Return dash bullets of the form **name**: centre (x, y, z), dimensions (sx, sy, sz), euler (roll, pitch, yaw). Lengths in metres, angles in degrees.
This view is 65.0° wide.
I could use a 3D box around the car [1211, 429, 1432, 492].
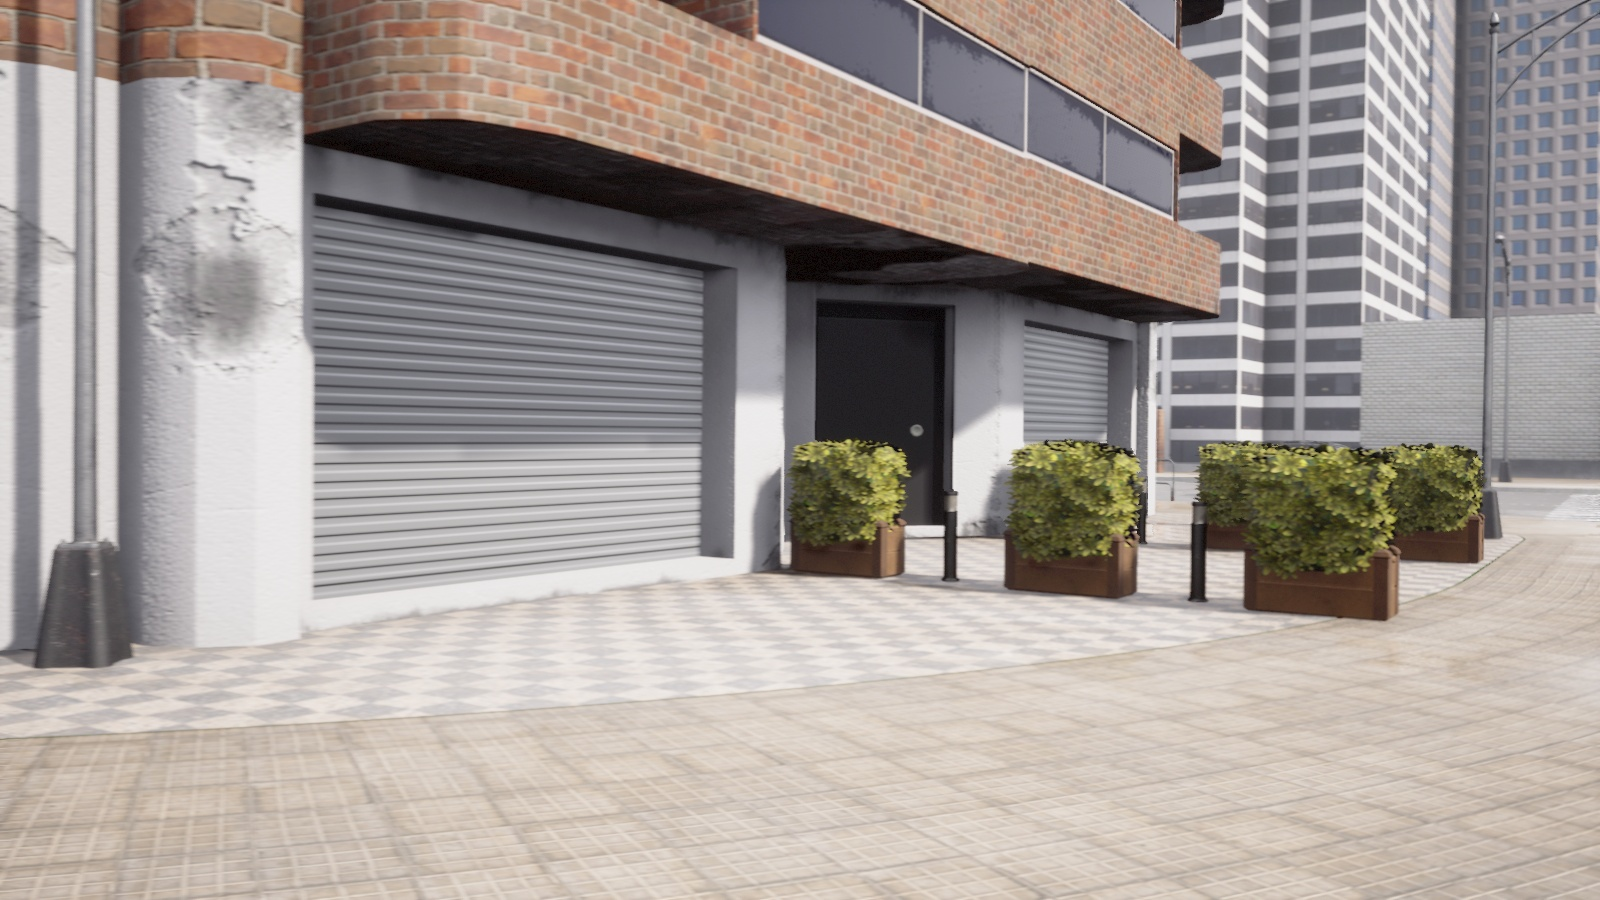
- **car**: centre (13.179, 0.245, 31.844), dimensions (4.892, 1.490, 1.837), euler (0, 1, 35)
